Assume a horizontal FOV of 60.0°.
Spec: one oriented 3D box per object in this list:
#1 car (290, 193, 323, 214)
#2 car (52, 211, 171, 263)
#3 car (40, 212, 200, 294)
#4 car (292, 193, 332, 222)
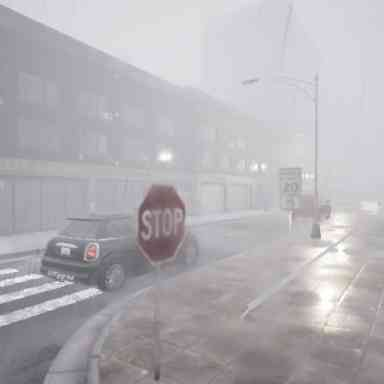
[{"bbox_3d":[12.633,1.166,36.427,2.150,2.045,5.566,0,0,33],"label":"car"},{"bbox_3d":[-2.869,1.537,12.748,1.994,1.385,4.181,0,0,33],"label":"car"},{"bbox_3d":[-1.659,1.337,9.205,2.097,1.767,4.553,0,0,33],"label":"car"},{"bbox_3d":[9.334,1.185,26.028,2.150,2.045,5.566,0,0,33],"label":"car"}]
